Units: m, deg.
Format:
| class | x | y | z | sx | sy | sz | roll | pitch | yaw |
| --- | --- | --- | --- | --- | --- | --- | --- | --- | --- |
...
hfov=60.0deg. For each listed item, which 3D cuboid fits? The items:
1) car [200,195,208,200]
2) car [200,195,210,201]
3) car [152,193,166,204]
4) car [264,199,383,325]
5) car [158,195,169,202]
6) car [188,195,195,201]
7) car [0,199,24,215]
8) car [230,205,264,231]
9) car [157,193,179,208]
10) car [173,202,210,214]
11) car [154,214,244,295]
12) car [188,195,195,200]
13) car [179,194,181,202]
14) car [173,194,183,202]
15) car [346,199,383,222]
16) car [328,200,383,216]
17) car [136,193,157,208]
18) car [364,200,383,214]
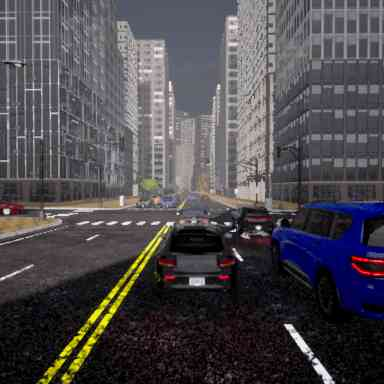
| class | x | y | z | sx | sy | sz | roll | pitch | yaw |
| --- | --- | --- | --- | --- | --- | --- | --- | --- | --- |
| car | 3.182 | 1.457 | 89.972 | 1.812 | 1.442 | 4.674 | 0 | 0 | 0 |
| car | 3.189 | 1.424 | 79.955 | 1.882 | 1.535 | 5.008 | 0 | 0 | 0 |
| car | -6.582 | 1.184 | 65.965 | 2.150 | 2.045 | 5.566 | 0 | 0 | 1 |
| car | 3.346 | 1.222 | 7.254 | 2.150 | 2.045 | 5.566 | 0 | 0 | 0 |
| car | -6.560 | 1.491 | 76.445 | 2.033 | 1.411 | 5.357 | 0 | 0 | 0 |
| car | -0.062 | 1.485 | 80.771 | 2.033 | 1.411 | 5.357 | 0 | 0 | 0 |
| car | -18.542 | 1.338 | 31.478 | 5.008 | 1.535 | 1.882 | 1 | 1 | 1 |
| car | 3.360 | 1.501 | 19.013 | 1.837 | 1.490 | 4.892 | 0 | 1 | 1 |
| car | -3.382 | 1.331 | 47.846 | 2.097 | 1.767 | 4.553 | 0 | 0 | 0 |
| car | 0.088 | 1.542 | 19.221 | 2.033 | 1.411 | 5.357 | 0 | 0 | 0 |
| car | 0.092 | 1.524 | 8.596 | 1.812 | 1.442 | 4.674 | 0 | 0 | 0 |
| car | -0.070 | 1.484 | 90.667 | 1.994 | 1.385 | 4.181 | 0 | 0 | 0 |
| car | -3.378 | 1.518 | 57.318 | 2.033 | 1.411 | 5.357 | 0 | 0 | 0 |
| car | -3.310 | 1.305 | 77.343 | 2.097 | 1.767 | 4.553 | 0 | 0 | 0 |
| car | 16.179 | 1.527 | 28.356 | 5.009 | 1.841 | 2.192 | 1 | 0 | 1 |
| car | 16.891 | 1.617 | 34.127 | 4.902 | 1.511 | 2.128 | 1 | 1 | 1 |
| car | -6.663 | 1.331 | 47.798 | 2.097 | 1.767 | 4.553 | 0 | 0 | 1 |
| car | 21.781 | 1.652 | 36.647 | 4.829 | 1.417 | 1.752 | 1 | 0 | 1 |
